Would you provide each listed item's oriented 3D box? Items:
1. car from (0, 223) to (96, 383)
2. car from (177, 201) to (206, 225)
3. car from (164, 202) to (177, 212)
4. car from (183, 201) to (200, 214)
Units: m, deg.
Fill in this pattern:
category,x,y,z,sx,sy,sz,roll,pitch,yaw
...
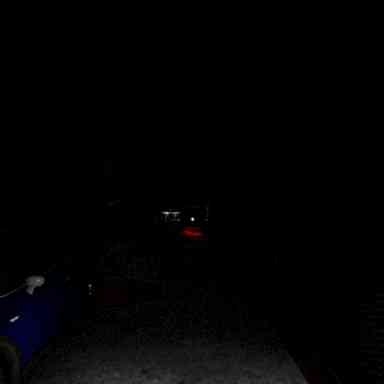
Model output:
category,x,y,z,sx,sy,sz,roll,pitch,yaw
car,-2.863,1.357,4.427,2.097,1.767,4.553,0,0,0
car,0.036,1.675,25.885,1.837,1.490,4.892,0,0,0
car,-2.957,2.126,47.913,2.033,1.411,5.357,0,-1,0
car,-0.038,1.955,42.938,2.128,1.511,4.902,0,-1,0
